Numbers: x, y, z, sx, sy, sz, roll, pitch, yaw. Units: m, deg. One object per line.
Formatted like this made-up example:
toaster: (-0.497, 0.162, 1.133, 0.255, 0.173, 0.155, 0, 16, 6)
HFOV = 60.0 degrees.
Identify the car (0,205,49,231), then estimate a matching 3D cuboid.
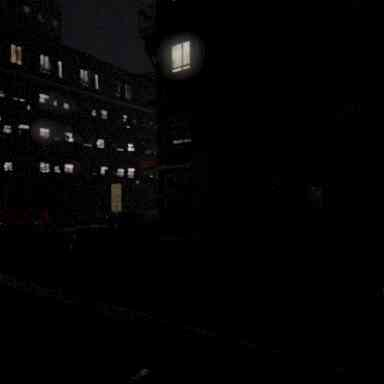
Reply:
car: (-13.646, 1.937, 25.843, 2.192, 1.841, 5.009, -2, -2, 35)

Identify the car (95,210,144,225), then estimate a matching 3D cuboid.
car: (-6.723, 2.331, 31.183, 1.895, 1.301, 4.718, -1, -2, 35)
